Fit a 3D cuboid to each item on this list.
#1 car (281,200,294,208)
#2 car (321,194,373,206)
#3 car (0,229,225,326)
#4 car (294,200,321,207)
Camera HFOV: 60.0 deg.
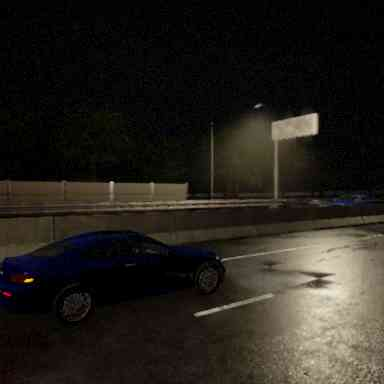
[{"bbox_3d":[12.238,1.596,38.652,4.181,1.385,1.994,0,0,-36],"label":"car"},{"bbox_3d":[15.347,1.253,32.266,5.566,2.045,2.150,0,0,-36],"label":"car"},{"bbox_3d":[-1.419,1.528,7.037,4.674,1.442,1.812,0,0,-36],"label":"car"},{"bbox_3d":[13.674,1.579,35.374,5.357,1.411,2.033,0,0,-36],"label":"car"}]
